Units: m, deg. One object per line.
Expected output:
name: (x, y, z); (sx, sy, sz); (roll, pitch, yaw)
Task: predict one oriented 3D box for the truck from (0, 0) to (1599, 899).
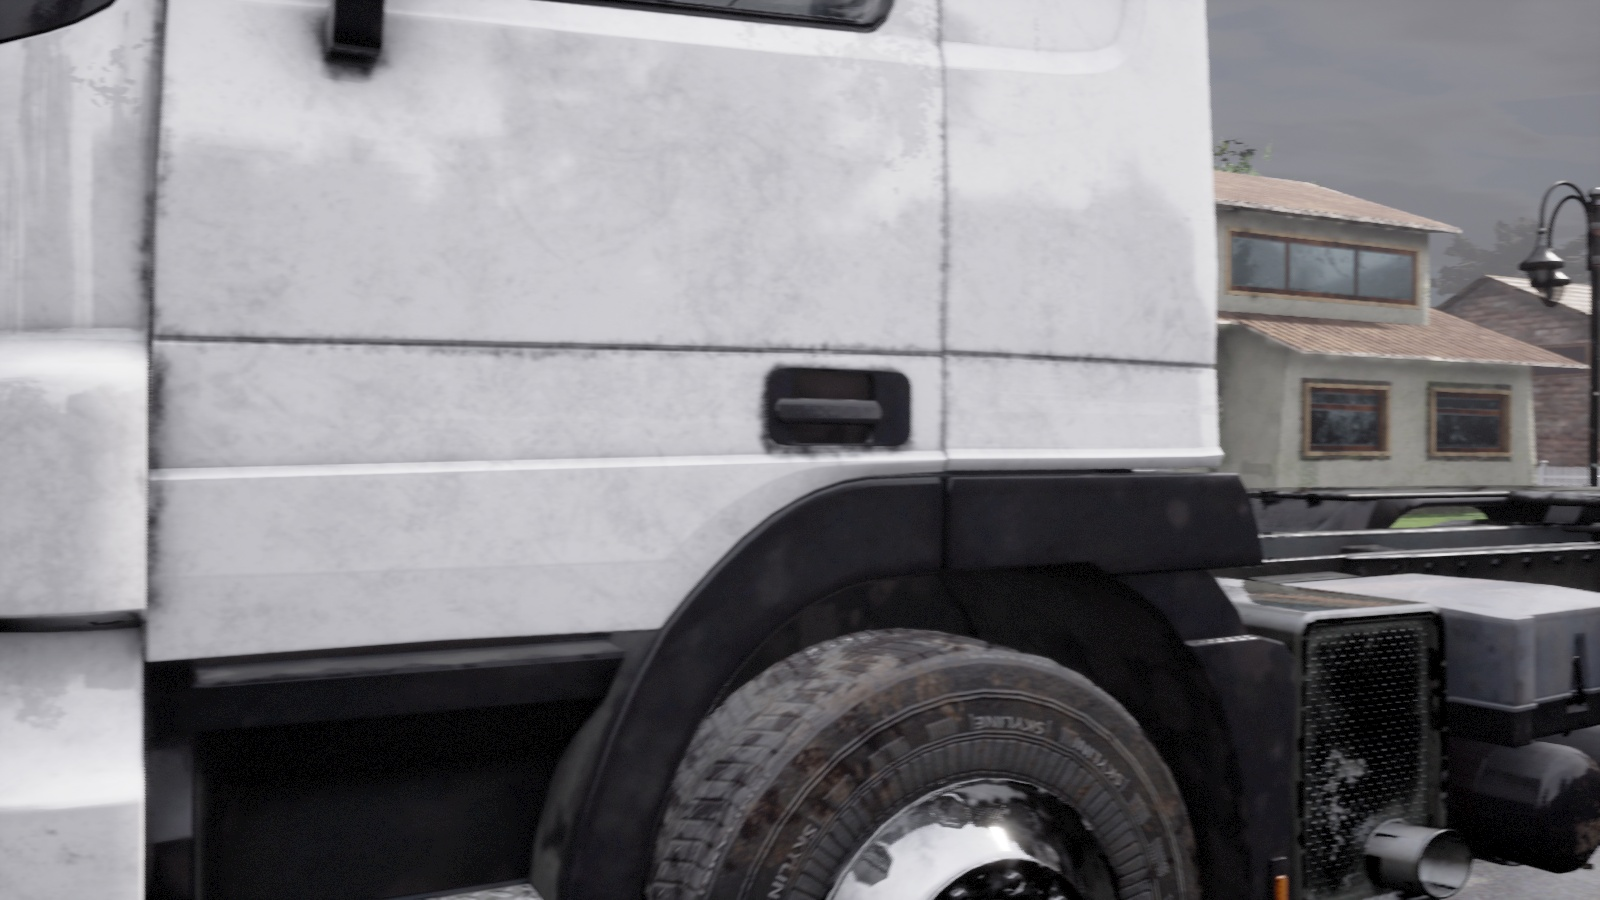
truck: (1.698, -0.232, 4.444); (7.936, 3.462, 2.891); (0, 0, -27)
